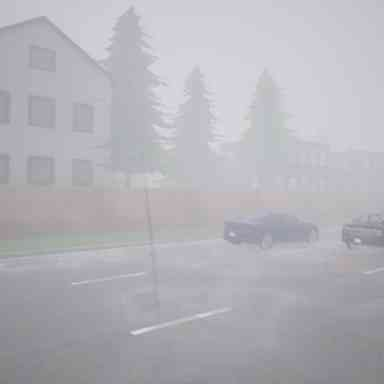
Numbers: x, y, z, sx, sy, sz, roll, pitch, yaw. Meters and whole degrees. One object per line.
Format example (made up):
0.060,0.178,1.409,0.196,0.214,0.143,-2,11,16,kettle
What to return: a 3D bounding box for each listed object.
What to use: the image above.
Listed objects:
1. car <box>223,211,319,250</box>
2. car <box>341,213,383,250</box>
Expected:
3.655,1.593,14.928,5.008,1.535,1.882,1,0,-35,car
8.194,1.637,13.835,4.902,1.511,2.128,1,0,-35,car
